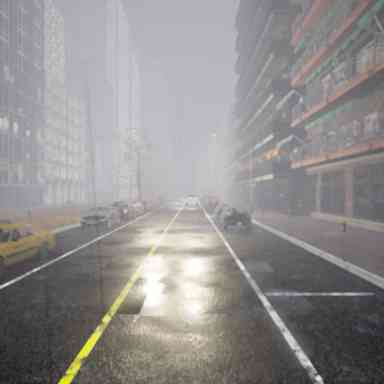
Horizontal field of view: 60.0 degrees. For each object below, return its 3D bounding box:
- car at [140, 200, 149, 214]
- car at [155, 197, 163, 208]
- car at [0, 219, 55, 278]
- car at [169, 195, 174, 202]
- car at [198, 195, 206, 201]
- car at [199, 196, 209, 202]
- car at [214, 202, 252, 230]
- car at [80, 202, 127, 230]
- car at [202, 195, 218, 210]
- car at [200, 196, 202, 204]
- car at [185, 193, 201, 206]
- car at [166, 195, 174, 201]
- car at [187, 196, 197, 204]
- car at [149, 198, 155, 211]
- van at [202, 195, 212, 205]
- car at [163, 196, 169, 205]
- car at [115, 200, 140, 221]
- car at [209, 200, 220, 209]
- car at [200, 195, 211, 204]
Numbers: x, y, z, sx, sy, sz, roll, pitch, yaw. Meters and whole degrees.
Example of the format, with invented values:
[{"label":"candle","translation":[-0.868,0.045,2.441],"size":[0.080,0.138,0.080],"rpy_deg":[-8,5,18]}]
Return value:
[{"label":"car","translation":[-5.696,1.554,32.120],"size":[2.008,1.369,4.403],"rpy_deg":[0,0,0]},{"label":"car","translation":[-5.698,1.538,48.548],"size":[1.752,1.417,4.829],"rpy_deg":[0,0,0]},{"label":"car","translation":[-5.692,1.525,9.820],"size":[1.752,1.417,4.829],"rpy_deg":[0,0,0]},{"label":"car","translation":[-5.702,1.566,76.212],"size":[1.752,1.417,4.829],"rpy_deg":[0,0,0]},{"label":"car","translation":[2.676,1.607,87.448],"size":[2.008,1.369,4.403],"rpy_deg":[0,0,0]},{"label":"car","translation":[2.678,1.592,76.382],"size":[2.008,1.369,4.403],"rpy_deg":[0,0,0]},{"label":"car","translation":[2.687,1.552,21.056],"size":[2.008,1.369,4.403],"rpy_deg":[0,0,0]},{"label":"car","translation":[-5.694,1.551,21.056],"size":[2.008,1.369,4.403],"rpy_deg":[0,0,0]},{"label":"car","translation":[2.683,1.449,43.187],"size":[1.967,1.590,4.097],"rpy_deg":[0,0,0]},{"label":"car","translation":[2.681,1.600,54.253],"size":[1.802,1.307,4.206],"rpy_deg":[0,0,0]},{"label":"car","translation":[-0.010,1.242,56.417],"size":[2.150,2.045,5.566],"rpy_deg":[0,0,0]},{"label":"car","translation":[-5.704,1.600,87.447],"size":[1.887,1.381,4.507],"rpy_deg":[0,0,0]},{"label":"car","translation":[-0.010,1.546,66.807],"size":[1.812,1.442,4.674],"rpy_deg":[0,0,0]},{"label":"car","translation":[-5.697,1.550,37.653],"size":[1.887,1.381,4.507],"rpy_deg":[0,0,0]},{"label":"van","translation":[2.680,1.365,59.785],"size":[1.690,1.788,3.998],"rpy_deg":[0,0,0]},{"label":"car","translation":[-5.700,1.605,59.784],"size":[1.802,1.307,4.206],"rpy_deg":[0,0,0]},{"label":"car","translation":[-5.695,1.442,26.589],"size":[1.967,1.590,4.097],"rpy_deg":[0,0,0]},{"label":"car","translation":[2.686,1.553,26.589],"size":[2.008,1.369,4.403],"rpy_deg":[0,0,0]},{"label":"car","translation":[2.679,1.469,65.318],"size":[1.967,1.590,4.097],"rpy_deg":[0,0,0]}]
